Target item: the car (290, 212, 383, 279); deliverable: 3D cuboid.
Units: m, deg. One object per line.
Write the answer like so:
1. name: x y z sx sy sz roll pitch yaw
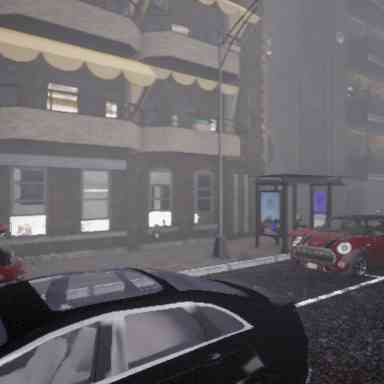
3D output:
1. car: 4.804 1.429 9.979 4.097 1.590 1.967 0 0 -35

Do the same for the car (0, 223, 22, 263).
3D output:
1. car: -4.398 1.318 3.425 5.009 1.841 2.192 0 0 -35

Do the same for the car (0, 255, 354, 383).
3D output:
1. car: -1.113 1.491 2.584 4.902 1.511 2.128 0 0 -35
